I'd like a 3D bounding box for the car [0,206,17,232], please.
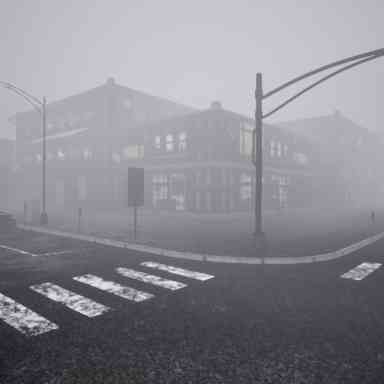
[{"bbox_3d":[-10.441,1.338,16.990,4.206,1.307,1.802,1,0,40],"label":"car"}]
